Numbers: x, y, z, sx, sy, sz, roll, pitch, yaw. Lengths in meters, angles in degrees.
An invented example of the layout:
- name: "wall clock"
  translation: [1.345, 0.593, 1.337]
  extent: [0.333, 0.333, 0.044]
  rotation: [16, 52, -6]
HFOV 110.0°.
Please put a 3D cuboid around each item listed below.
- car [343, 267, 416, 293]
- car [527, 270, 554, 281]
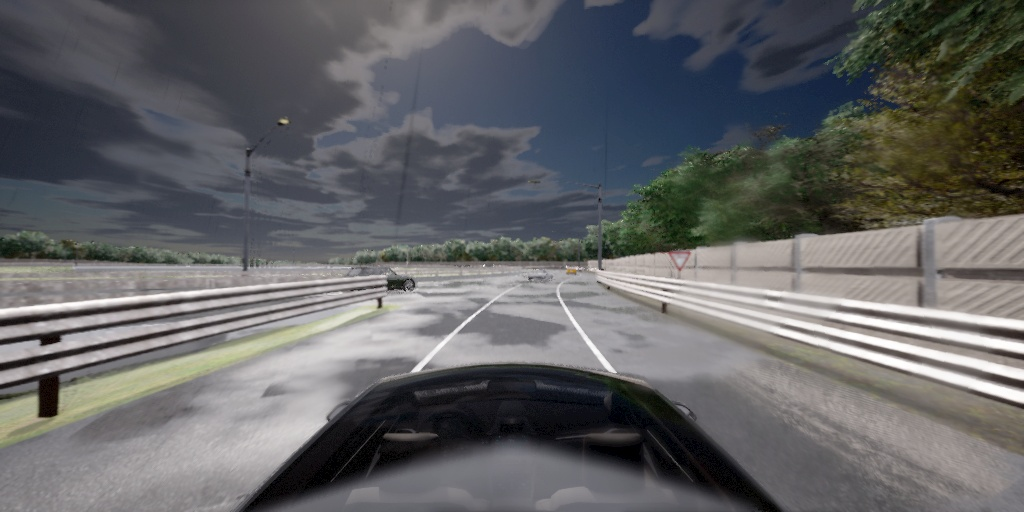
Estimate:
- name: "car"
  translation: [-8.310, 1.457, 22.652]
  extent: [2.097, 1.767, 4.553]
  rotation: [-1, -2, 36]
- name: "car"
  translation: [3.495, 2.266, 42.881]
  extent: [1.895, 1.301, 4.718]
  rotation: [0, -1, 24]
